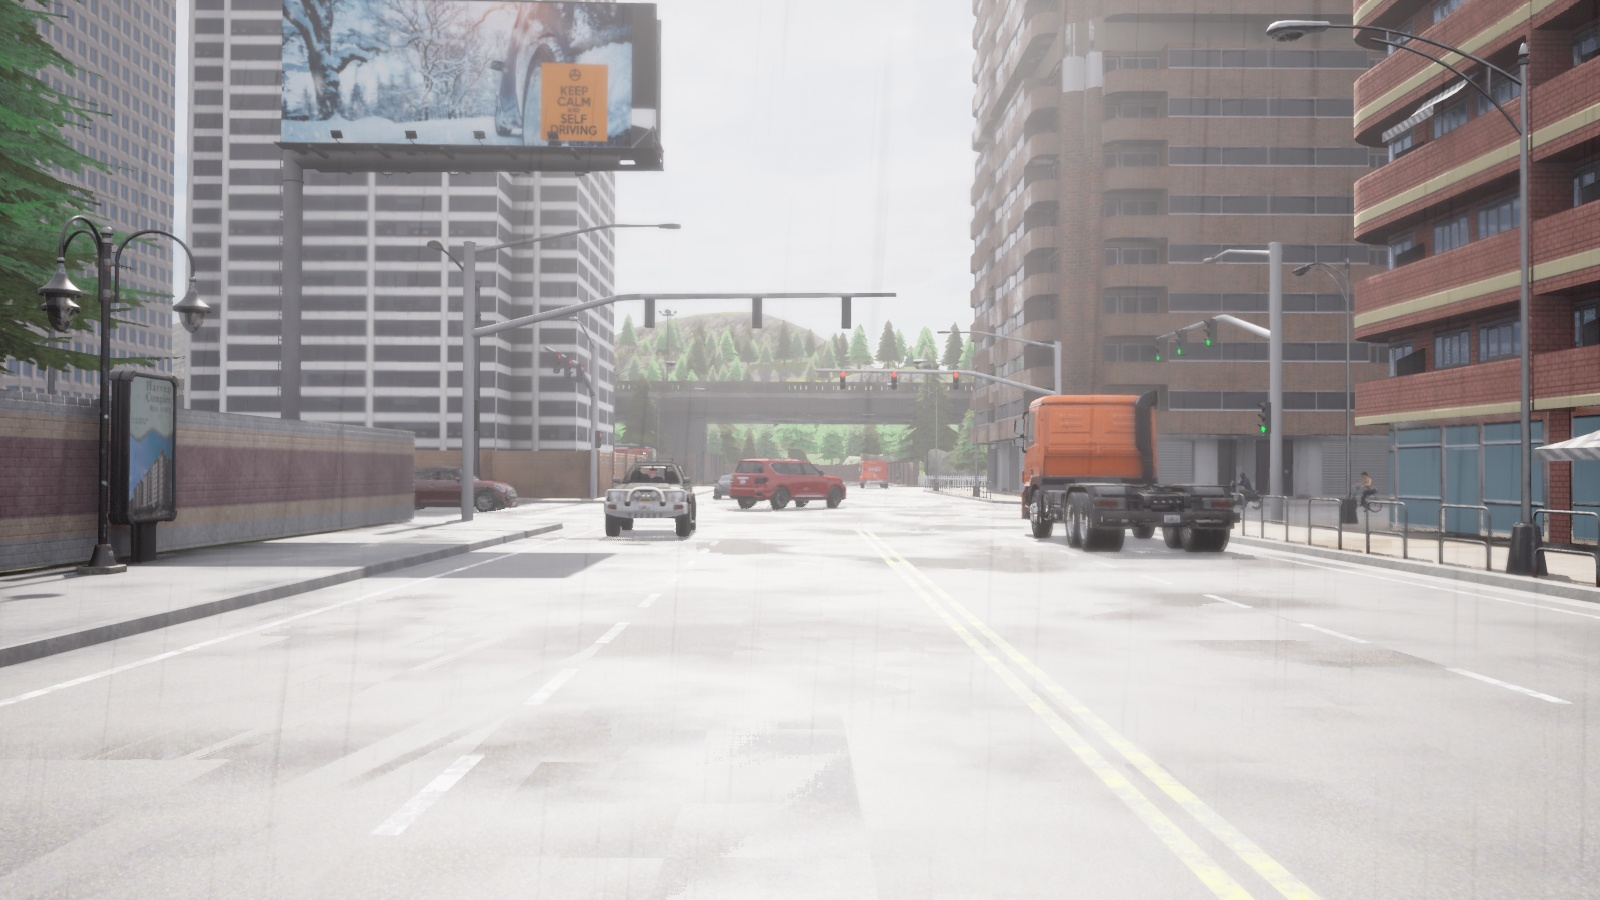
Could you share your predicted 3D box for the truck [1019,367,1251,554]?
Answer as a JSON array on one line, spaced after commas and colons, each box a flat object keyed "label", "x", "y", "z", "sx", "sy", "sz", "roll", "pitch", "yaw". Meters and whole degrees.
[{"label": "truck", "x": 6.917, "y": 0.263, "z": 27.349, "sx": 2.891, "sy": 3.462, "sz": 7.936, "roll": 0, "pitch": -1, "yaw": 0}]

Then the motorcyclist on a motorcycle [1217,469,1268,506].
[{"label": "motorcyclist on a motorcycle", "x": 18.769, "y": 1.585, "z": 53.265, "sx": 1.817, "sy": 1.590, "sz": 0.866, "roll": 0, "pitch": -1, "yaw": 0}]

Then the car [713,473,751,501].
[{"label": "car", "x": -3.696, "y": 2.011, "z": 68.991, "sx": 1.812, "sy": 1.442, "sz": 4.674, "roll": 0, "pitch": -1, "yaw": 0}]

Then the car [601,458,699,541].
[{"label": "car", "x": -3.563, "y": 1.158, "z": 30.597, "sx": 1.932, "sy": 1.855, "sz": 4.605, "roll": 0, "pitch": -1, "yaw": -1}]

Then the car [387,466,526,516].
[{"label": "car", "x": -12.637, "y": 1.500, "z": 46.346, "sx": 4.553, "sy": 1.767, "sz": 2.097, "roll": 0, "pitch": -1, "yaw": 0}]

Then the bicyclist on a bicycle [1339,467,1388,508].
[{"label": "bicyclist on a bicycle", "x": 22.322, "y": 1.495, "z": 49.752, "sx": 1.509, "sy": 1.612, "sz": 0.866, "roll": 0, "pitch": -1, "yaw": 0}]

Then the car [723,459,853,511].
[{"label": "car", "x": -0.419, "y": 1.403, "z": 51.838, "sx": 2.150, "sy": 2.045, "sz": 5.566, "roll": -1, "pitch": -1, "yaw": 42}]
